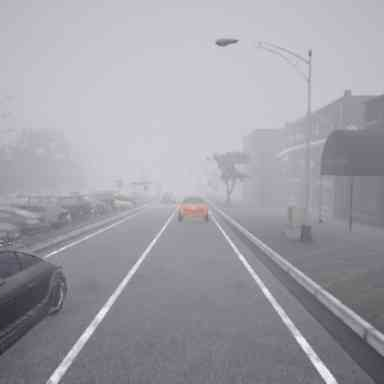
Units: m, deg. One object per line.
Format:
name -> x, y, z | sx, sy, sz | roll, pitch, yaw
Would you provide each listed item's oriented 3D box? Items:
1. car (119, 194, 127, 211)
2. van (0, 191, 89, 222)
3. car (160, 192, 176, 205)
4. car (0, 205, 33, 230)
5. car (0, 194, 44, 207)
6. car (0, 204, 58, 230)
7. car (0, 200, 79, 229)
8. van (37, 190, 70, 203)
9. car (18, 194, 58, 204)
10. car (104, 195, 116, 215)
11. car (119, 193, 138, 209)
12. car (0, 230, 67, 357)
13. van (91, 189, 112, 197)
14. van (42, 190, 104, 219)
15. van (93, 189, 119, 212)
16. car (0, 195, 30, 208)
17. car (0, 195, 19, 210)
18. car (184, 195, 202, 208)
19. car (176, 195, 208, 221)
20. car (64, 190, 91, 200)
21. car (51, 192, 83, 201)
car -> -8.975, 1.212, 31.916 | 4.674, 1.452, 2.002 | 0, 1, 0
van -> -9.076, 1.095, 20.698 | 4.442, 1.987, 1.878 | 0, 1, 0
car -> -3.324, 0.826, 47.192 | 2.097, 1.767, 4.553 | 0, 1, 0
car -> -8.956, 1.407, 12.287 | 4.892, 1.521, 2.231 | 0, 0, 0
car -> -21.879, 1.027, 42.186 | 5.366, 1.575, 1.946 | 0, 1, 0
car -> -8.950, 1.422, 15.090 | 4.674, 1.452, 2.002 | 0, 0, 0
car -> -8.985, 1.385, 17.898 | 4.792, 1.488, 2.163 | 0, 1, 0
van -> -22.194, 0.651, 53.284 | 4.442, 1.987, 1.878 | 0, 1, 0
car -> -22.042, 0.983, 47.738 | 4.792, 1.488, 2.163 | 0, 1, 0
car -> -8.961, 1.249, 26.309 | 5.008, 1.535, 2.097 | 0, 1, 0
car -> -8.790, 1.130, 34.718 | 5.366, 1.575, 1.946 | 0, 1, 0
car -> -3.349, 1.526, 4.609 | 1.994, 1.385, 4.181 | 0, 0, 0
van -> -21.993, 0.279, 81.036 | 4.442, 1.987, 1.878 | 0, 1, 0
van -> -8.846, 1.061, 23.499 | 4.442, 1.987, 1.878 | 0, 1, 0
van -> -9.086, 0.985, 29.109 | 4.442, 1.987, 1.878 | 0, 1, 0
car -> -22.090, 1.098, 39.412 | 4.792, 1.488, 2.163 | 0, 1, 0
car -> -22.064, 1.108, 36.636 | 4.892, 1.521, 2.231 | 0, 1, 0
car -> 0.107, 1.095, 41.946 | 2.033, 1.411, 5.357 | 0, 1, 0
car -> 0.105, 1.114, 24.938 | 2.097, 1.767, 4.553 | 0, 1, 0
car -> -22.122, 0.599, 64.388 | 4.553, 1.767, 2.185 | 0, 1, 0
car -> -22.079, 0.800, 58.839 | 5.008, 1.535, 2.097 | 0, 1, 0
